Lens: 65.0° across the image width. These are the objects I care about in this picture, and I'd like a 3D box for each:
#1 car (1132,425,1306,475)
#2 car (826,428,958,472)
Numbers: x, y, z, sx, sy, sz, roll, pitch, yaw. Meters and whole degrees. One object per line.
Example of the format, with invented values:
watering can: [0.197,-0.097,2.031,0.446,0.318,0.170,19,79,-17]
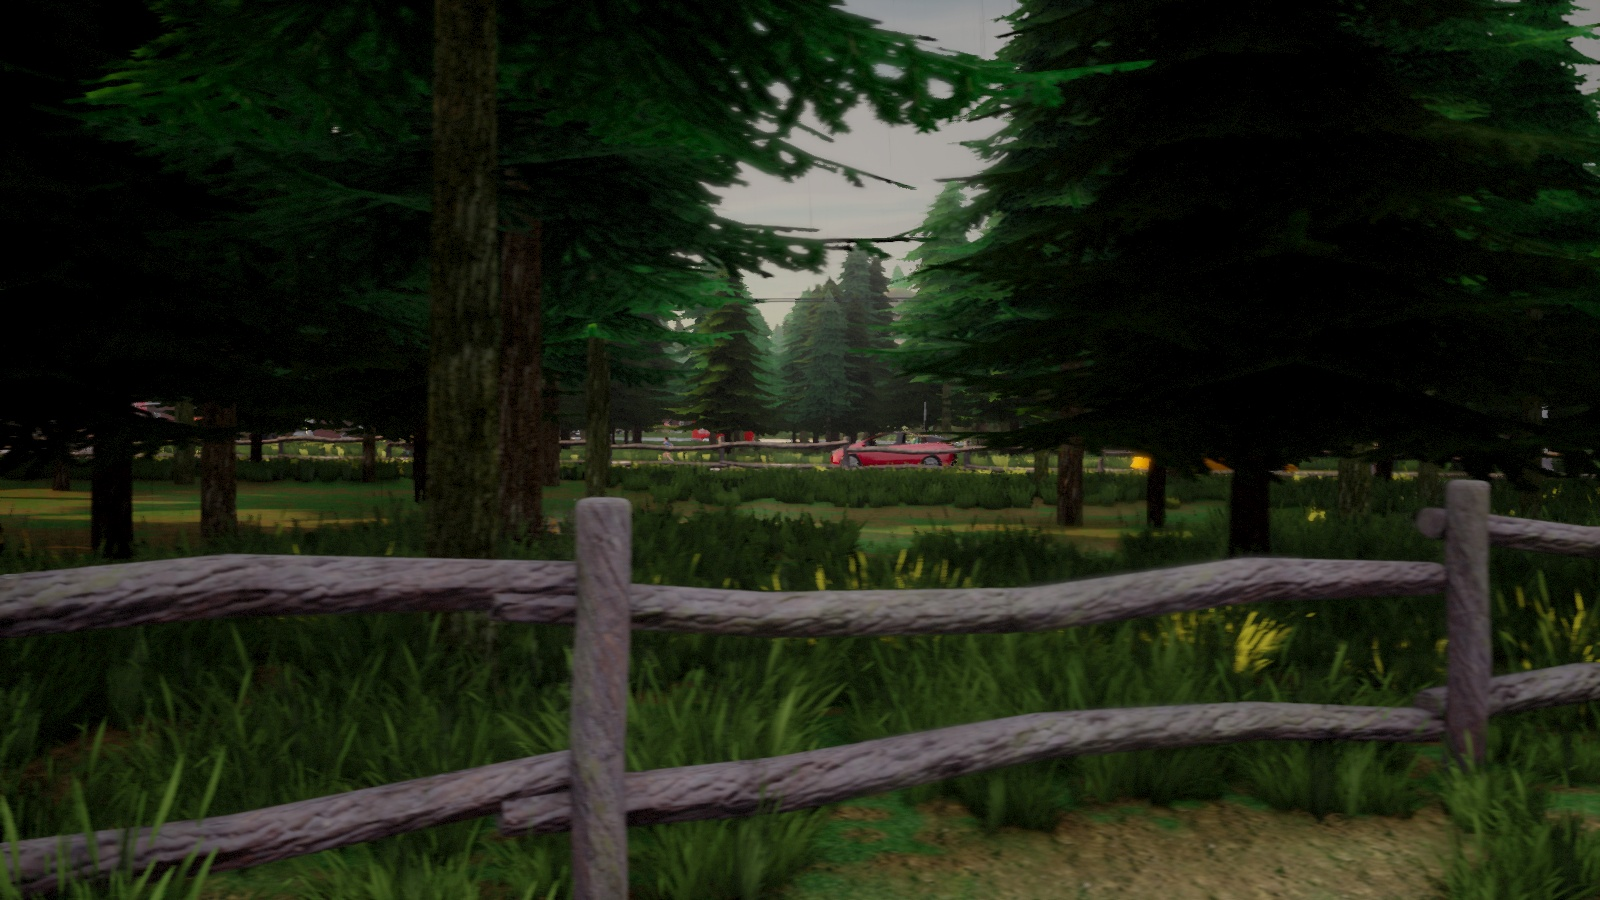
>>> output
car: [13.150,-0.013,39.721,5.008,1.535,1.882,0,1,10]
car: [3.326,-0.018,45.063,4.514,1.525,2.007,0,1,10]
